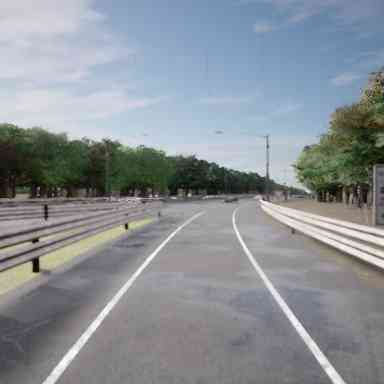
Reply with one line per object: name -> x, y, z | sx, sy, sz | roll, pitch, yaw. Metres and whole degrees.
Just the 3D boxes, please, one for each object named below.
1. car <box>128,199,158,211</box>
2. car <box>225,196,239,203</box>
car -> -5.905, 1.508, 39.551 | 1.812, 1.442, 4.674 | 0, 0, 26
car -> 8.438, 1.605, 70.099 | 2.033, 1.411, 5.357 | 0, 0, 24
